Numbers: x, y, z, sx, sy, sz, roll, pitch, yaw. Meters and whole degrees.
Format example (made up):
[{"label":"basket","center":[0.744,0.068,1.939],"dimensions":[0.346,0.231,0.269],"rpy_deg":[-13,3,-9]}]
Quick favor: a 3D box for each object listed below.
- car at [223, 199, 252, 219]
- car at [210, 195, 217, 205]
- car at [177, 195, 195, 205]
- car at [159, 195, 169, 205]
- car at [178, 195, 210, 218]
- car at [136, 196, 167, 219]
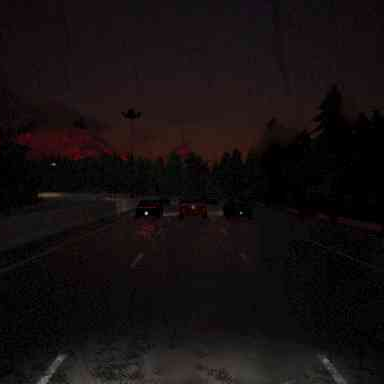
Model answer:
[{"label":"car","center":[3.598,1.323,26.826],"dimensions":[2.128,1.511,4.902],"rpy_deg":[0,0,0]},{"label":"car","center":[2.597,1.178,50.473],"dimensions":[2.128,1.511,4.902],"rpy_deg":[0,0,-7]},{"label":"car","center":[-0.958,1.176,50.826],"dimensions":[2.128,1.511,4.902],"rpy_deg":[0,0,-8]},{"label":"car","center":[-4.510,1.209,51.005],"dimensions":[1.812,1.442,4.674],"rpy_deg":[0,0,-8]},{"label":"car","center":[0.098,1.179,27.703],"dimensions":[2.097,1.767,4.553],"rpy_deg":[0,0,0]},{"label":"car","center":[-3.402,1.334,27.218],"dimensions":[1.837,1.490,4.892],"rpy_deg":[0,0,0]}]
